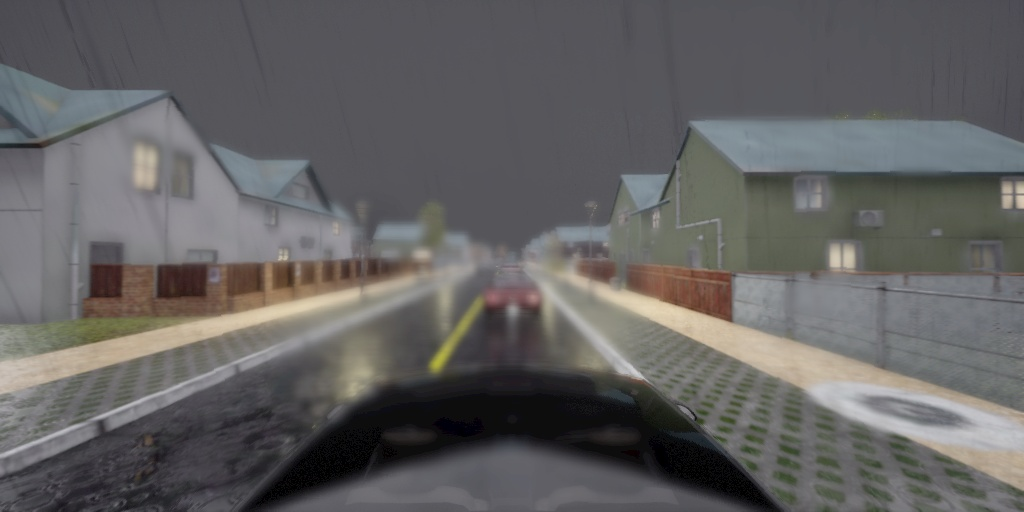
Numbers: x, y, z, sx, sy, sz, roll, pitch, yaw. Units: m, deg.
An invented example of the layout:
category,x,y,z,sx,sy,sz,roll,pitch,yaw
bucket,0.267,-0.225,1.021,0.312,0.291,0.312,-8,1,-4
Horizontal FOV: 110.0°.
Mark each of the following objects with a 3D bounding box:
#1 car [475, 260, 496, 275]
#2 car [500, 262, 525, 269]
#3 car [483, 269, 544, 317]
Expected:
category,x,y,z,sx,sy,sz,roll,pitch,yaw
car,-2.830,1.222,38.781,1.837,1.490,4.892,0,0,0
car,0.062,1.206,29.134,2.128,1.511,4.902,0,0,0
car,0.059,1.329,13.077,1.895,1.301,4.718,0,0,0
